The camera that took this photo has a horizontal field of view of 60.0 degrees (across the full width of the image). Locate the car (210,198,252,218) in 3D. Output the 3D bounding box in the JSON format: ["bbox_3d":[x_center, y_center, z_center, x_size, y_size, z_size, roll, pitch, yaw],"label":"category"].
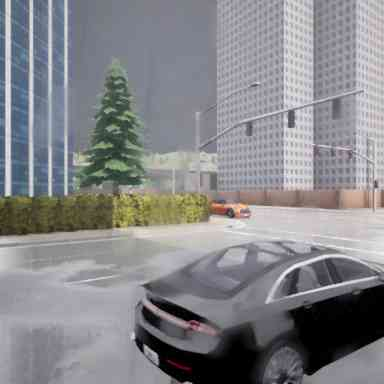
[{"bbox_3d":[3.254,1.354,29.895,2.097,1.767,4.553,0,0,-35],"label":"car"}]

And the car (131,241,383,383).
[{"bbox_3d":[1.545,1.493,4.907,4.902,1.511,2.128,0,0,-35],"label":"car"}]
